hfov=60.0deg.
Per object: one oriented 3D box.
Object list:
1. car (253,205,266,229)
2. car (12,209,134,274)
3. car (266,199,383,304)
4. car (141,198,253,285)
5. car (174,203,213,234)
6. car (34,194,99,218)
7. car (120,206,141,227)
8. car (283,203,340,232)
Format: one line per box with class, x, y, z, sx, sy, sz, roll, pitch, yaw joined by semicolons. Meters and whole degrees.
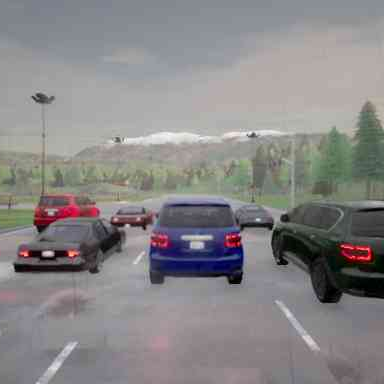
car;3.582;1.463;20.031;1.994;1.385;4.181;0;0;0
car;-3.402;1.495;10.360;2.033;1.411;5.357;0;0;0
car;3.599;1.181;8.171;2.150;2.045;5.566;0;0;0
car;0.088;1.173;9.486;2.150;2.045;5.566;0;0;0
car;0.083;1.448;19.673;2.033;1.411;5.357;0;0;0
car;-6.910;1.126;18.942;2.150;2.045;5.566;0;0;0
car;-3.418;1.500;20.010;1.895;1.301;4.718;0;0;1
car;7.086;1.461;20.240;1.994;1.385;4.181;0;0;0
